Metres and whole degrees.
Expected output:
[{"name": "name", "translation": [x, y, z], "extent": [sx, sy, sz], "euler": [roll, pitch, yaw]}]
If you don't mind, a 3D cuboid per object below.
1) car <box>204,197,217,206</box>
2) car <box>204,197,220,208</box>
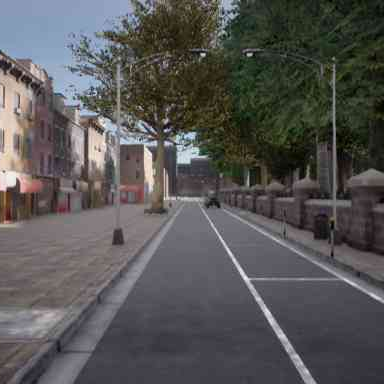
[{"name": "car", "translation": [3.023, 1.575, 55.046], "extent": [1.812, 1.442, 4.674], "euler": [0, 0, 0]}, {"name": "car", "translation": [3.020, 1.534, 48.045], "extent": [1.837, 1.490, 4.892], "euler": [0, 0, 0]}]
